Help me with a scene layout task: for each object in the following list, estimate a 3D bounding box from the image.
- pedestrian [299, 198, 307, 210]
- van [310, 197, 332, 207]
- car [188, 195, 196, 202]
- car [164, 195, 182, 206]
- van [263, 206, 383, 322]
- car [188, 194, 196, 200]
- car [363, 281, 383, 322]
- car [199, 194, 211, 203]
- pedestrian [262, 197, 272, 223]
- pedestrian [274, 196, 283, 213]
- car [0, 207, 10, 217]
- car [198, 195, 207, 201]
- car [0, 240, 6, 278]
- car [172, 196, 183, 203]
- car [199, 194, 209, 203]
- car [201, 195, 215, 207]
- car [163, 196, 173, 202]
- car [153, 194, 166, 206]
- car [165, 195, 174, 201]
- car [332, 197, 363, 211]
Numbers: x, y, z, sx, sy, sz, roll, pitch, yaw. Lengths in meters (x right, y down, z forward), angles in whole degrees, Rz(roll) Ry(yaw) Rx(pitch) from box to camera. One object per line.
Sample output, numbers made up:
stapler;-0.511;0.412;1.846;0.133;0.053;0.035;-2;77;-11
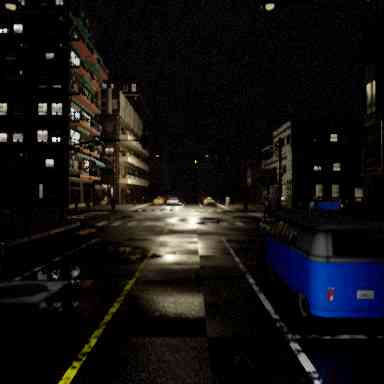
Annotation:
pedestrian;6.981;1.279;21.043;0.375;1.860;0.375;0;0;0
van;14.892;1.408;36.225;3.998;1.788;1.690;0;0;0
car;-0.016;1.579;78.127;2.033;1.411;5.357;0;0;0
car;-3.090;1.614;54.515;1.895;1.301;4.718;0;0;0
van;2.659;1.339;6.951;1.690;1.788;3.998;0;0;0
car;-0.018;1.423;88.547;1.882;1.535;5.008;0;0;0
car;2.660;1.581;1.262;1.802;1.307;4.206;0;0;0
car;2.679;1.342;68.356;2.192;1.841;5.009;0;0;0
pedestrian;5.070;1.135;22.243;0.375;1.860;0.375;0;0;0
pedestrian;5.675;1.136;21.688;0.375;1.860;0.375;0;0;0
car;-17.472;1.521;27.759;4.206;1.307;1.802;0;0;0
car;2.675;1.601;84.973;2.008;1.369;4.403;0;0;0
car;-5.689;1.564;6.975;1.947;1.339;4.313;0;0;0
car;-3.015;1.569;70.319;2.033;1.411;5.357;0;0;0
car;2.679;1.602;62.817;1.802;1.307;4.206;0;0;0
car;2.682;1.536;51.908;1.752;1.417;4.829;0;0;0
car;-5.705;1.592;79.432;2.008;1.369;4.403;0;0;0
car;-5.700;1.541;57.105;1.752;1.417;4.829;0;0;0
car;-5.706;1.575;84.801;1.752;1.417;4.829;0;0;0
car;14.917;1.345;27.846;5.009;1.841;2.192;0;0;0
